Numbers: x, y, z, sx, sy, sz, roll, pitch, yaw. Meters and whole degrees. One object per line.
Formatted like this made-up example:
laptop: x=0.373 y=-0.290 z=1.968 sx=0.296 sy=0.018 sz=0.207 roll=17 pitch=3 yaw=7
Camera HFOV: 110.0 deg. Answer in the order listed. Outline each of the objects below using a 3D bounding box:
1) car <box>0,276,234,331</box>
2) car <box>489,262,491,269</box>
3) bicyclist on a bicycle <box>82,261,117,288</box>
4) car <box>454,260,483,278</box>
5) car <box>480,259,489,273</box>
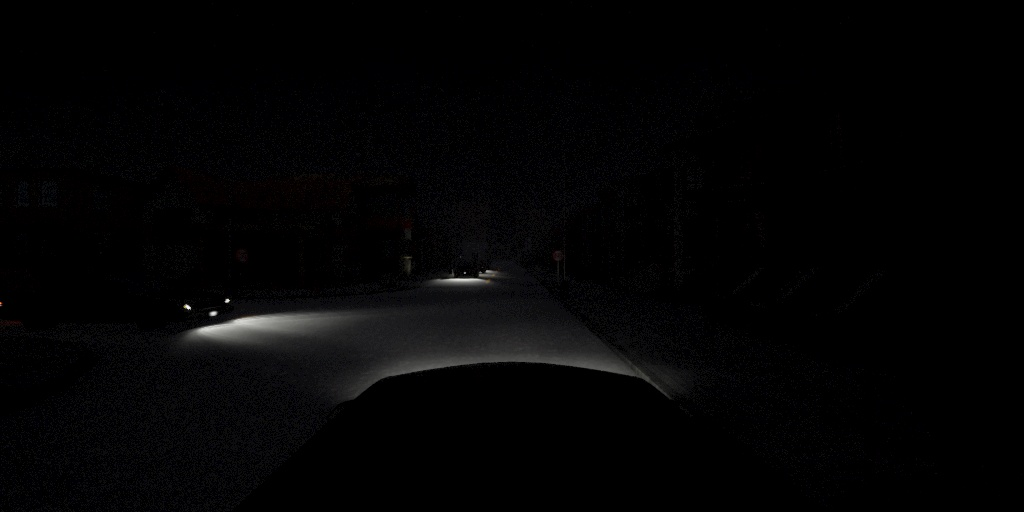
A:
car: x=-11.408 y=1.297 z=10.469 sx=5.357 sy=1.411 sz=2.033 roll=0 pitch=0 yaw=-1
car: x=-4.137 y=1.241 z=52.756 sx=2.128 sy=1.511 sz=4.902 roll=0 pitch=0 yaw=0
bicyclist on a bicycle: x=-21.604 y=1.099 z=18.823 sx=0.582 sy=1.620 sz=1.656 roll=0 pitch=0 yaw=0
car: x=-4.148 y=1.314 z=33.556 sx=1.994 sy=1.385 sz=4.181 roll=0 pitch=0 yaw=0
car: x=-4.152 y=1.228 z=42.442 sx=1.882 sy=1.535 sz=5.008 roll=0 pitch=0 yaw=0
